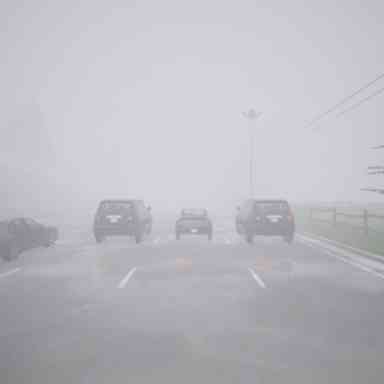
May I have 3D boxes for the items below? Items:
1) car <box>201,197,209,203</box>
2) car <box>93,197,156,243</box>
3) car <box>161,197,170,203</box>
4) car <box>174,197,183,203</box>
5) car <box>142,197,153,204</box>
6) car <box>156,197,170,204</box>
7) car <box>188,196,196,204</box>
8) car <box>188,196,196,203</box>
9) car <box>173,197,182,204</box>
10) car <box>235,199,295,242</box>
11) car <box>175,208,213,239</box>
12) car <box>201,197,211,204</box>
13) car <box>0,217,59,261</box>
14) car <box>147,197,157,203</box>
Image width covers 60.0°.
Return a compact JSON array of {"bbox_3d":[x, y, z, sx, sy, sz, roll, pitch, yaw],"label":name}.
[{"bbox_3d":[3.480,2.056,88.733,2.033,1.411,5.357,0,0,0],"label":"car"},{"bbox_3d":[-3.404,1.354,17.152,2.150,2.045,5.566,0,0,0],"label":"car"},{"bbox_3d":[-7.020,2.111,88.760,1.895,1.301,4.718,0,0,0],"label":"car"},{"bbox_3d":[-3.520,2.055,88.731,2.033,1.411,5.357,0,0,0],"label":"car"},{"bbox_3d":[-10.518,2.072,78.339,1.882,1.535,5.008,0,0,0],"label":"car"},{"bbox_3d":[-7.018,2.133,78.310,2.033,1.411,5.357,0,0,0],"label":"car"},{"bbox_3d":[-0.018,2.072,78.312,1.882,1.535,5.008,0,0,0],"label":"car"},{"bbox_3d":[-0.020,1.871,88.704,2.097,1.767,4.553,0,0,0],"label":"car"},{"bbox_3d":[-3.518,2.094,78.311,1.837,1.490,4.892,0,0,0],"label":"car"},{"bbox_3d":[3.596,1.355,17.207,2.150,2.045,5.566,0,0,0],"label":"car"},{"bbox_3d":[0.095,1.632,18.106,2.128,1.511,4.902,0,0,0],"label":"car"},{"bbox_3d":[3.482,2.072,78.313,1.882,1.535,5.008,0,0,0],"label":"car"},{"bbox_3d":[-6.903,1.645,12.575,2.033,1.411,5.357,0,0,0],"label":"car"},{"bbox_3d":[-10.520,2.055,88.760,2.033,1.411,5.357,0,0,0],"label":"car"}]
